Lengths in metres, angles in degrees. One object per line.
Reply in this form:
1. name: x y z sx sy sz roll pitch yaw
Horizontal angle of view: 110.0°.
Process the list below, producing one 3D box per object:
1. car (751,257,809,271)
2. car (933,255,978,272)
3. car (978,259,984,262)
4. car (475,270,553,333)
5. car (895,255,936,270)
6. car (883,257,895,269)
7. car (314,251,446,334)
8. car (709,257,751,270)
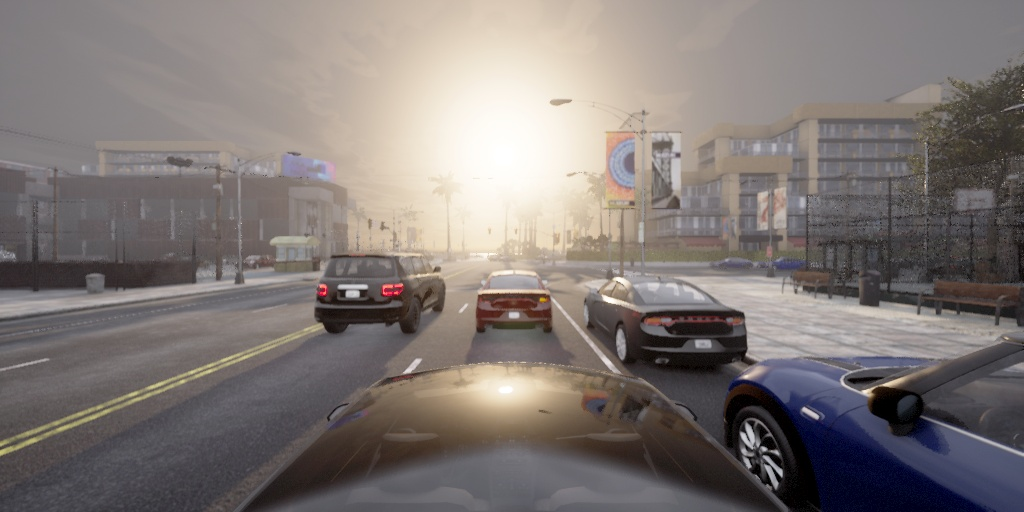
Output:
1. car: 29.194 0.858 38.716 5.008 1.535 1.882 0 1 0
2. car: 45.182 0.919 35.265 4.892 1.490 1.837 0 1 -1
3. car: 45.183 0.801 31.764 4.553 1.767 2.097 0 1 -1
4. car: 0.064 1.140 10.456 1.882 1.535 5.008 0 1 0
5. car: 45.151 0.597 38.762 4.892 1.490 1.837 0 1 -1
6. car: 45.062 0.833 42.265 5.008 1.535 1.882 0 1 0
7. car: -3.437 0.885 10.467 2.150 2.045 5.566 0 1 0
8. car: 25.757 0.871 42.189 4.674 1.442 1.812 0 1 0
